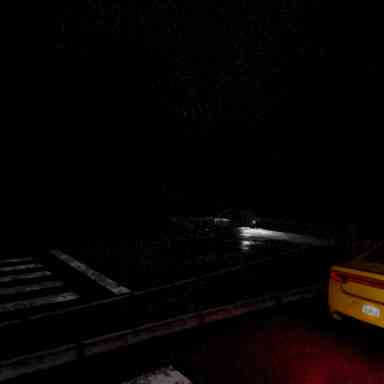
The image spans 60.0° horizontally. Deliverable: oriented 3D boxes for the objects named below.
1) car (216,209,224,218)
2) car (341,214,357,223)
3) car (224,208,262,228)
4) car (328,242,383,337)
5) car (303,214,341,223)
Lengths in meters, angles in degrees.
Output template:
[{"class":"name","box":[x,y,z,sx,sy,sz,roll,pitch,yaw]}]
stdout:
[{"class":"car","box":[5.153,2.870,44.796,1.837,1.490,4.892,0,-4,39]},{"class":"car","box":[23.412,4.233,53.180,5.357,1.411,2.033,3,-2,5]},{"class":"car","box":[4.603,2.206,28.836,2.128,1.511,4.902,3,-2,-8]},{"class":"car","box":[4.545,1.537,5.902,5.008,1.535,1.882,2,-1,-33]},{"class":"car","box":[19.189,3.929,49.899,4.718,1.301,1.895,3,-2,-5]}]
